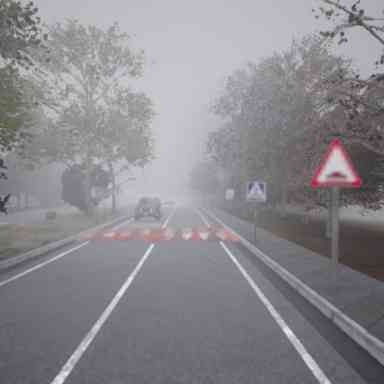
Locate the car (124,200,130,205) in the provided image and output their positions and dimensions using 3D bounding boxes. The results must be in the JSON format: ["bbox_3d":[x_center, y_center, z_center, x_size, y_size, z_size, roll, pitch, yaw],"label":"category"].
[{"bbox_3d":[-11.689,2.233,74.081,5.366,1.575,1.946,0,-2,-1],"label":"car"}]

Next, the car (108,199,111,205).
[{"bbox_3d":[-25.296,2.720,90.613,4.553,1.767,2.185,0,-2,-1],"label":"car"}]

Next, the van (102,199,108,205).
[{"bbox_3d":[-25.383,2.511,87.847,4.442,1.987,1.878,0,-2,-1],"label":"van"}]

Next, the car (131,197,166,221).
[{"bbox_3d":[-3.881,1.478,30.357,2.150,2.045,5.566,0,0,-1],"label":"car"}]

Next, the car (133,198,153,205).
[{"bbox_3d":[-12.092,2.391,82.391,4.553,1.767,2.185,0,-2,-1],"label":"car"}]

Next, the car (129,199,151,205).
[{"bbox_3d":[-11.942,2.322,76.843,4.892,1.521,2.231,0,-2,-1],"label":"car"}]

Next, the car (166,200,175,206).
[{"bbox_3d":[-4.728,2.292,71.486,1.895,1.301,4.718,0,-1,-1],"label":"car"}]

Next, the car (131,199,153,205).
[{"bbox_3d":[-12.005,2.414,79.613,5.008,1.535,2.097,0,-2,-1],"label":"car"}]

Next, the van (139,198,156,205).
[{"bbox_3d":[-12.426,2.724,93.482,4.442,1.987,1.878,0,-2,-1],"label":"van"}]

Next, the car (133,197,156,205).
[{"bbox_3d":[-12.094,2.371,85.167,5.566,2.045,2.435,0,-2,-1],"label":"car"}]
